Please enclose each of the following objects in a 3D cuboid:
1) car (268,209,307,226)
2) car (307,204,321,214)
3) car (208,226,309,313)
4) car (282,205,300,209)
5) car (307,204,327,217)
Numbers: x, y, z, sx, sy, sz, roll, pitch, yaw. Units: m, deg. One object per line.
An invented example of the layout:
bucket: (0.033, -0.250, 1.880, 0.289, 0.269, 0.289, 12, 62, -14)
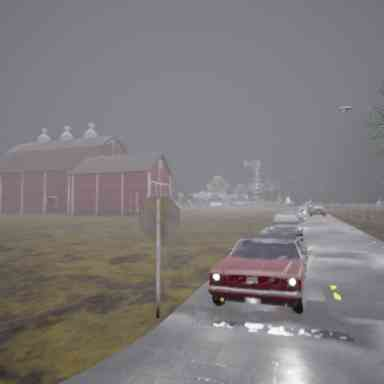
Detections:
car: (5.431, 1.917, 19.079, 1.812, 1.442, 4.674, -1, -2, 18)
car: (19.122, 2.609, 52.295, 1.812, 1.442, 4.674, -1, -2, 17)
car: (1.893, 1.782, 8.339, 1.895, 1.301, 4.718, -1, -1, 20)
car: (8.931, 1.971, 30.034, 2.097, 1.767, 4.553, -1, -2, 18)
car: (15.824, 2.358, 41.945, 1.812, 1.442, 4.674, -1, -2, 18)
